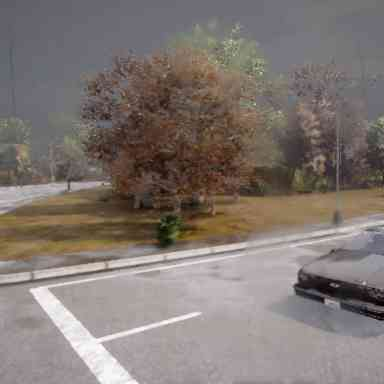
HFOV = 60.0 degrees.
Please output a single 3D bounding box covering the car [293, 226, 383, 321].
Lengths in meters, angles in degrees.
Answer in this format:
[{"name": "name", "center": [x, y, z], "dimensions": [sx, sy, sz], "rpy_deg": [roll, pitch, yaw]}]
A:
[{"name": "car", "center": [4.556, 1.484, 7.245], "dimensions": [5.357, 1.411, 2.033], "rpy_deg": [-1, 1, -36]}]
